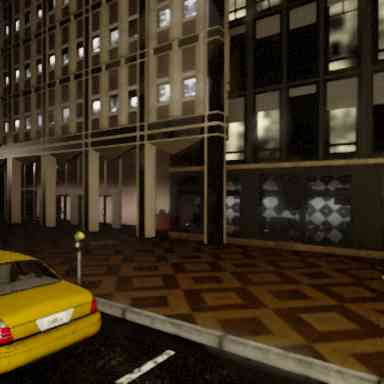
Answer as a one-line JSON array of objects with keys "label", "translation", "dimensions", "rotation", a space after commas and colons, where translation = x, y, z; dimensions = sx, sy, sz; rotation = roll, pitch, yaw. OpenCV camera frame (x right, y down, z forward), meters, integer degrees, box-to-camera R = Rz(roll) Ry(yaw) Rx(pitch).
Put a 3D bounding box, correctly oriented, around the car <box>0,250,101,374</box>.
[{"label": "car", "translation": [-3.545, 1.528, 5.406], "dimensions": [4.829, 1.417, 1.752], "rotation": [0, 0, 36]}]
